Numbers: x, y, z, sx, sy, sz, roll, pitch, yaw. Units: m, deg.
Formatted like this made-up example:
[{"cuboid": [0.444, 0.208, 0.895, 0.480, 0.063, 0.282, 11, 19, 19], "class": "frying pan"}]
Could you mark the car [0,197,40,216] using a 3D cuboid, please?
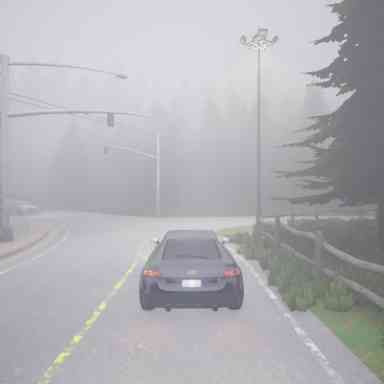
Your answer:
[{"cuboid": [-17.060, 1.526, 32.837, 4.674, 1.442, 1.812, 1, 0, 30], "class": "car"}]

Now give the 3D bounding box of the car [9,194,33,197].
[{"cuboid": [-21.016, 1.220, 38.890, 5.566, 2.045, 2.150, 0, 0, 20], "class": "car"}]

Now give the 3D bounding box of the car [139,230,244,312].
[{"cuboid": [-0.030, 1.564, 7.803, 1.994, 1.385, 4.181, 0, 0, -1], "class": "car"}]
